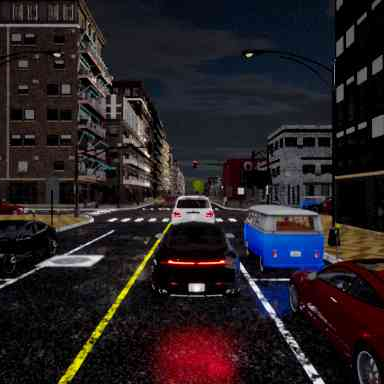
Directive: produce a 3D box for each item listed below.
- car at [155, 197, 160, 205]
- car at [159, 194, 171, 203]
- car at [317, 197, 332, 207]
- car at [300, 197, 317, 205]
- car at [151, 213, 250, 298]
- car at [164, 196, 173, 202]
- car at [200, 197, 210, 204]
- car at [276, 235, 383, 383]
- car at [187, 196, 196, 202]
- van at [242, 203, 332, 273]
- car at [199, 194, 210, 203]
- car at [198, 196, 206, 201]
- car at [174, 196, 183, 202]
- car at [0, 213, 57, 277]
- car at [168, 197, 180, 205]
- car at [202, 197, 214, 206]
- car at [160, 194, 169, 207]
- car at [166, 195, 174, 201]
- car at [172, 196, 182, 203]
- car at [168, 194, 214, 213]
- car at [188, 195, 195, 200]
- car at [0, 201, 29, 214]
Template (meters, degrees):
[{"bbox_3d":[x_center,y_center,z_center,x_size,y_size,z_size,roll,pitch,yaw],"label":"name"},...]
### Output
[{"bbox_3d":[-5.804,1.569,60.468,1.752,1.417,4.829,0,0,0],"label":"car"},{"bbox_3d":[-5.825,1.376,71.717,2.192,1.841,5.009,0,0,0],"label":"car"},{"bbox_3d":[14.862,1.359,31.244,5.009,1.841,2.192,0,0,0],"label":"car"},{"bbox_3d":[15.075,1.620,36.997,5.357,1.411,2.033,0,0,2],"label":"car"},{"bbox_3d":[0.081,1.506,8.511,1.837,1.490,4.892,0,0,0],"label":"car"},{"bbox_3d":[-5.848,1.632,82.795,2.008,1.369,4.403,0,0,0],"label":"car"},{"bbox_3d":[2.565,1.634,66.194,1.802,1.307,4.206,0,0,0],"label":"car"},{"bbox_3d":[2.651,1.582,4.640,1.802,1.307,4.206,0,0,0],"label":"car"},{"bbox_3d":[-0.157,1.618,81.499,2.033,1.411,5.357,0,0,0],"label":"car"},{"bbox_3d":[2.641,1.343,10.329,1.690,1.788,3.998,0,0,0],"label":"van"},{"bbox_3d":[2.556,1.376,71.734,2.192,1.841,5.009,0,0,0],"label":"car"},{"bbox_3d":[2.523,1.643,88.351,2.008,1.369,4.403,0,0,0],"label":"car"},{"bbox_3d":[-3.152,1.625,79.032,1.994,1.385,4.181,0,0,0],"label":"car"},{"bbox_3d":[-5.707,1.567,10.338,1.947,1.339,4.313,0,0,0],"label":"car"},{"bbox_3d":[-3.189,1.643,59.128,1.895,1.301,4.718,0,0,0],"label":"car"},{"bbox_3d":[2.587,1.562,55.286,1.752,1.417,4.829,0,0,0],"label":"car"},{"bbox_3d":[-3.196,1.383,50.185,2.097,1.767,4.553,0,0,0],"label":"car"},{"bbox_3d":[-5.858,1.617,88.164,1.752,1.417,4.829,0,0,0],"label":"car"},{"bbox_3d":[-3.138,1.581,68.859,1.812,1.442,4.674,0,0,0],"label":"car"},{"bbox_3d":[0.054,1.225,18.512,2.150,2.045,5.566,0,0,0],"label":"car"},{"bbox_3d":[-0.176,1.584,91.949,1.895,1.301,4.718,0,0,0],"label":"car"},{"bbox_3d":[-17.526,1.535,31.101,4.206,1.307,1.802,0,0,0],"label":"car"}]
